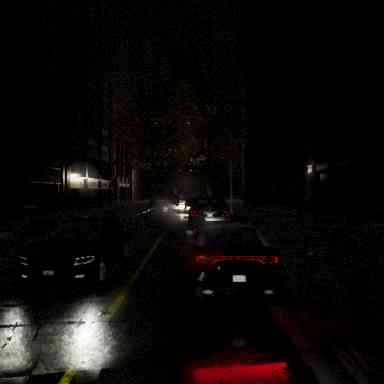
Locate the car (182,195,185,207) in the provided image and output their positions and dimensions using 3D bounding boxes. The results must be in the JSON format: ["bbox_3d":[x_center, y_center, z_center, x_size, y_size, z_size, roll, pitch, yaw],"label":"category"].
[{"bbox_3d":[-0.068,1.551,46.074,1.812,1.442,4.674,0,0,0],"label":"car"}]

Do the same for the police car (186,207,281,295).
[{"bbox_3d":[0.885,1.426,8.840,1.930,1.638,5.238,0,0,0],"label":"police car"}]

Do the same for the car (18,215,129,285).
[{"bbox_3d":[-3.115,1.478,9.693,1.882,1.535,5.008,0,0,0],"label":"car"}]

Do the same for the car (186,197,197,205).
[{"bbox_3d":[-0.104,1.645,60.141,1.895,1.301,4.718,0,0,0],"label":"car"}]

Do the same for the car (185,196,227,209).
[{"bbox_3d":[0.868,1.229,18.761,2.150,2.045,5.566,0,0,0],"label":"car"}]

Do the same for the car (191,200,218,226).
[{"bbox_3d":[0.857,1.464,24.920,1.801,1.575,5.366,0,0,0],"label":"car"}]

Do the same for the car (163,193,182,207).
[{"bbox_3d":[-3.186,1.257,51.781,2.150,2.045,5.566,0,0,0],"label":"car"}]
